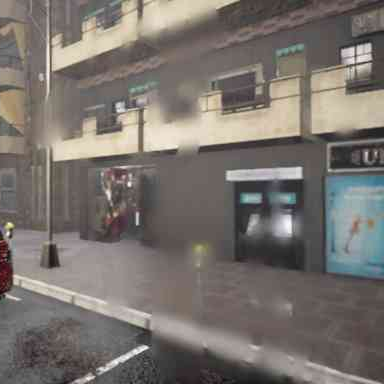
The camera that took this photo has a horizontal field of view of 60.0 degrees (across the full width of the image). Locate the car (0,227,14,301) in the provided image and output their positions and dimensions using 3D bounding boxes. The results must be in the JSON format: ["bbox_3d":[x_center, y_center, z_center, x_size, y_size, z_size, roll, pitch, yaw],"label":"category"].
[{"bbox_3d":[-5.567,1.263,6.704,5.009,1.841,2.192,0,0,35],"label":"car"}]
